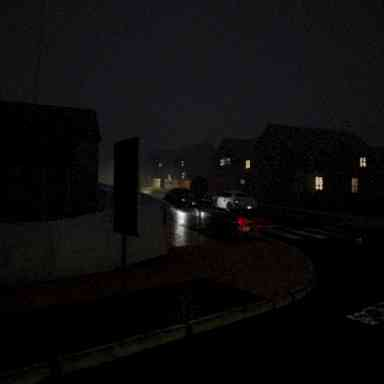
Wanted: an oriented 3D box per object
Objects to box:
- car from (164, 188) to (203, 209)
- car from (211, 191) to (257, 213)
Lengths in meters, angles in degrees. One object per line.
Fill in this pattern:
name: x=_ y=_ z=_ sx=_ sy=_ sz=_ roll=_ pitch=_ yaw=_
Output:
car: x=-0.785 y=0.423 z=25.415 sx=1.812 sy=1.442 sz=4.674 roll=0 pitch=3 yaw=-23
car: x=2.883 y=0.628 z=23.377 sx=1.812 sy=1.442 sz=4.674 roll=1 pitch=3 yaw=-20
